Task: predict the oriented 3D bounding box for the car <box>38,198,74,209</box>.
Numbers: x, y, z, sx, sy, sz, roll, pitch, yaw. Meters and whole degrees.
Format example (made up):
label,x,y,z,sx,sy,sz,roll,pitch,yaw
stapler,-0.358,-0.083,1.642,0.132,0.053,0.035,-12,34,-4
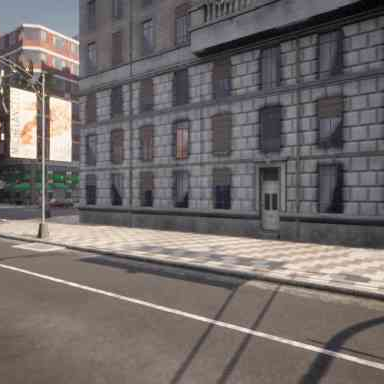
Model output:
label,x,y,z,sx,sy,sz,roll,pitch,yaw
car,-18.067,1.526,44.397,1.812,1.442,4.674,0,0,36
